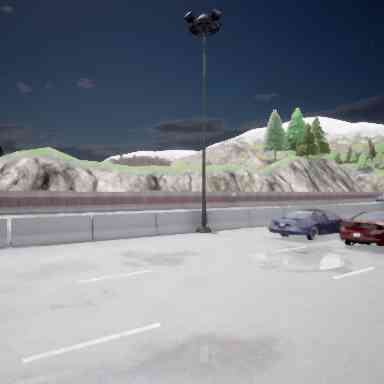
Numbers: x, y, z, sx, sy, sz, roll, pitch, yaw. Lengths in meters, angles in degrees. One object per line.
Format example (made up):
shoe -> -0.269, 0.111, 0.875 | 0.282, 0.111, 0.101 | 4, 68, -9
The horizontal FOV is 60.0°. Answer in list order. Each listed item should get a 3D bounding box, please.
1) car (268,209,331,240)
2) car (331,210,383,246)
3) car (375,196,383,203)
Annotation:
car -> 6.236, 1.563, 16.916 | 5.357, 1.411, 2.033 | 0, 0, -35
car -> 8.269, 1.485, 14.066 | 5.008, 1.535, 1.882 | 0, 0, -35
car -> 39.600, 1.487, 68.813 | 4.674, 1.442, 1.812 | 0, 0, -43
